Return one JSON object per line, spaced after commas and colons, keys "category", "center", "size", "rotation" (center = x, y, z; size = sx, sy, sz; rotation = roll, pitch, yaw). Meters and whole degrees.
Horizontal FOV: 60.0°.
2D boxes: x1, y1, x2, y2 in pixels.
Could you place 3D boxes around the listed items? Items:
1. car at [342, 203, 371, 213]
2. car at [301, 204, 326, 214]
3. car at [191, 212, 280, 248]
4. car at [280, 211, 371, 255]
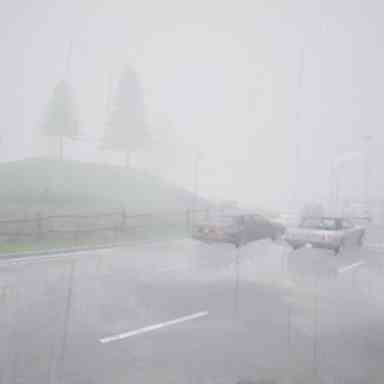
{"category": "car", "center": [14.059, 1.709, 28.515], "size": [1.812, 1.442, 4.674], "rotation": [0, 0, 19]}
{"category": "car", "center": [9.953, 1.712, 27.285], "size": [2.033, 1.411, 5.357], "rotation": [0, 0, 22]}
{"category": "car", "center": [2.305, 1.630, 15.226], "size": [2.033, 1.411, 5.357], "rotation": [0, 0, 43]}
{"category": "car", "center": [5.743, 1.687, 13.884], "size": [1.895, 1.301, 4.718], "rotation": [0, 0, 41]}
